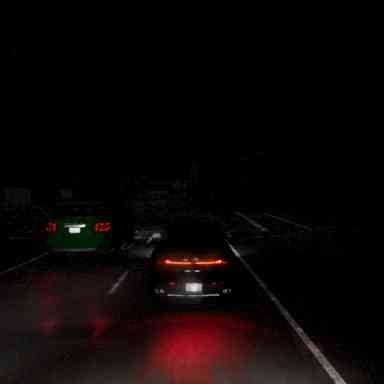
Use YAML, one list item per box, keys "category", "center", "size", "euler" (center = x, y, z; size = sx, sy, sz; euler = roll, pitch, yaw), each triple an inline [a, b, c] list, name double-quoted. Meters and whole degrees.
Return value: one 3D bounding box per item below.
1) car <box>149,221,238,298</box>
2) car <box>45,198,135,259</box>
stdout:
- category: "car"
  center: [0.000, 1.504, 8.526]
  size: [1.837, 1.490, 4.892]
  euler: [0, 0, -1]
- category: "car"
  center: [-3.573, 1.223, 12.655]
  size: [2.150, 2.045, 5.566]
  euler: [0, 0, -1]
